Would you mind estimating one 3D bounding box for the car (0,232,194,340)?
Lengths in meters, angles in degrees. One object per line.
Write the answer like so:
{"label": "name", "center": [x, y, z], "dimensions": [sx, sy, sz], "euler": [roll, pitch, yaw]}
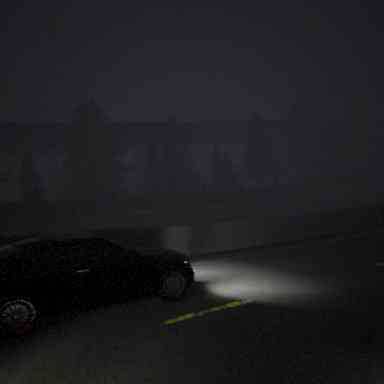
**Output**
{"label": "car", "center": [-2.137, 1.518, 6.522], "dimensions": [4.674, 1.442, 1.812], "euler": [0, 0, -36]}
